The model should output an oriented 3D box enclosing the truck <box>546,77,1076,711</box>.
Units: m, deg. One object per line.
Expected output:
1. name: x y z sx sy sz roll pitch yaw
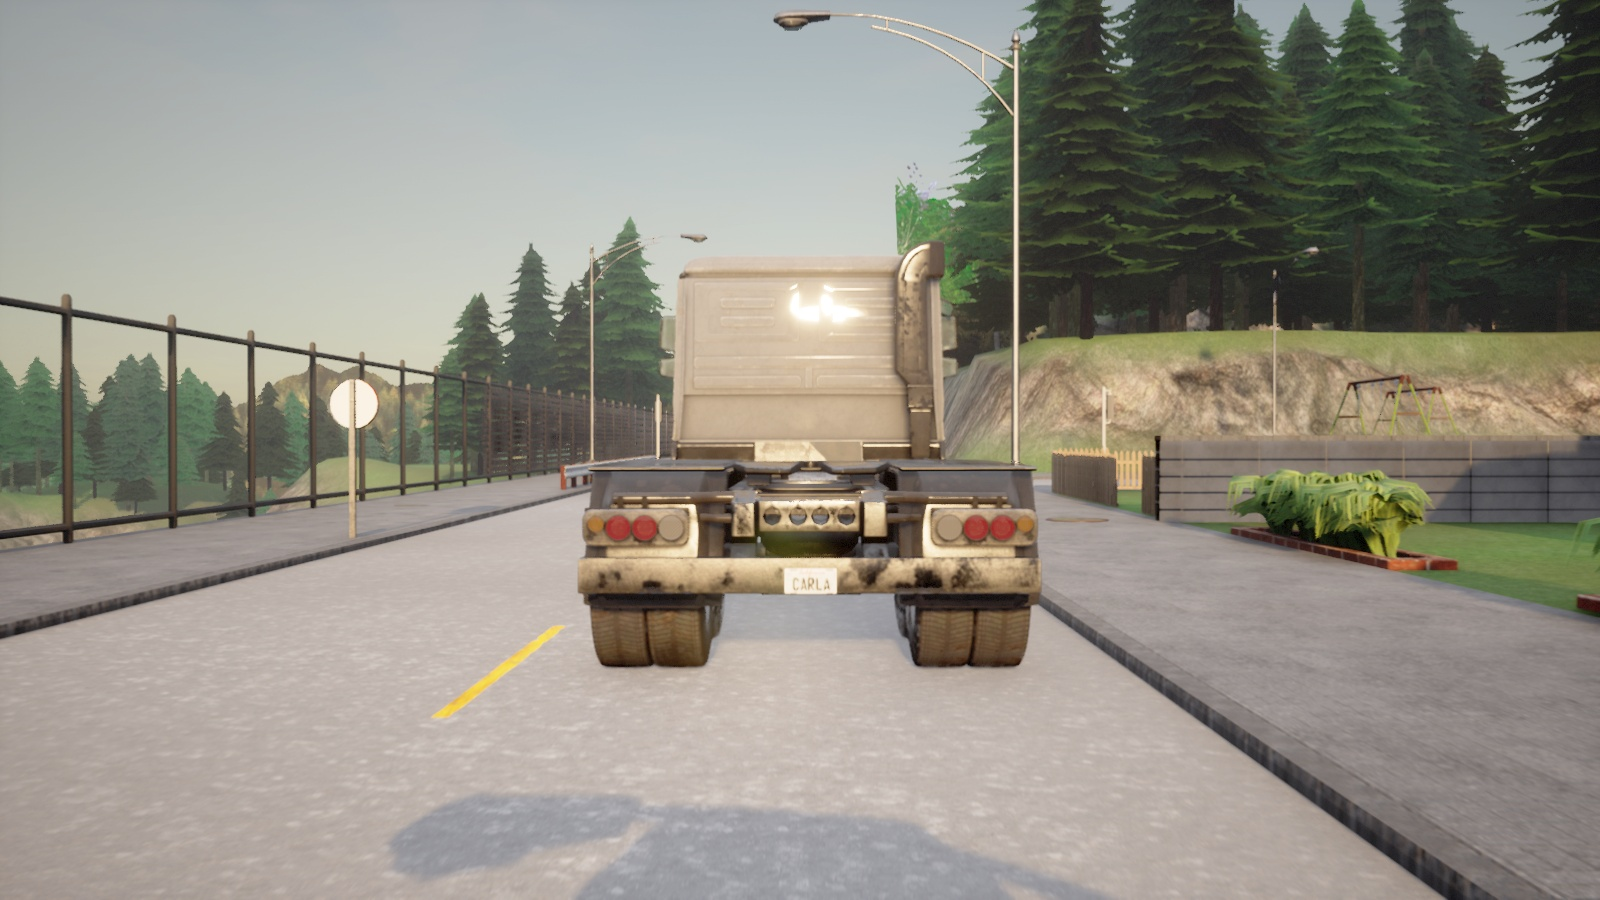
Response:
1. truck: 0.078 -0.345 10.836 2.891 3.462 7.936 0 1 0
